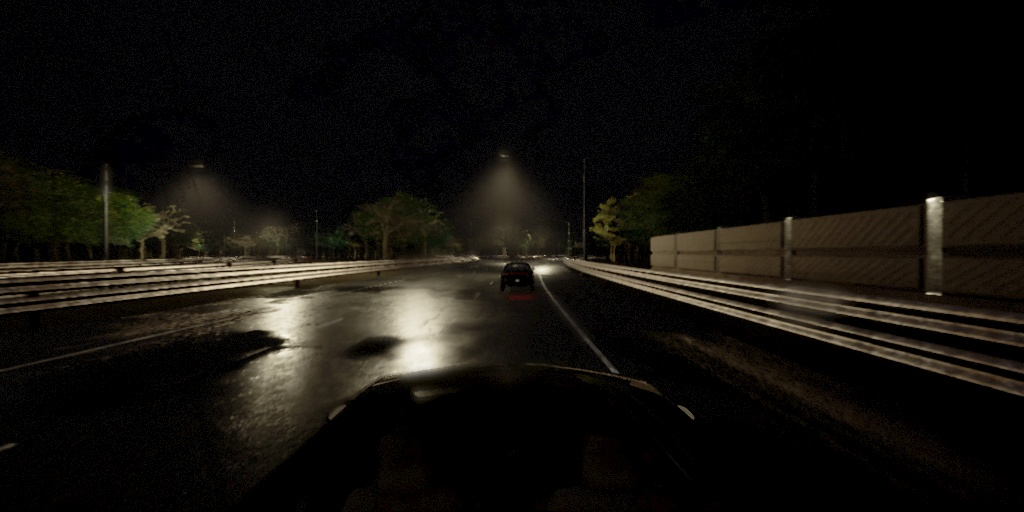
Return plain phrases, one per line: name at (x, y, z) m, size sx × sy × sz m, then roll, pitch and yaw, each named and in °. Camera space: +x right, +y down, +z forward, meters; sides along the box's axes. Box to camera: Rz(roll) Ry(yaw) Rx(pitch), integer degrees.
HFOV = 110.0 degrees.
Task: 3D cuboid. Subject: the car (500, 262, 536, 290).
car at (0.353, 1.099, 21.050) m, size 1.882 × 1.535 × 5.008 m, roll 0°, pitch 0°, yaw 2°
